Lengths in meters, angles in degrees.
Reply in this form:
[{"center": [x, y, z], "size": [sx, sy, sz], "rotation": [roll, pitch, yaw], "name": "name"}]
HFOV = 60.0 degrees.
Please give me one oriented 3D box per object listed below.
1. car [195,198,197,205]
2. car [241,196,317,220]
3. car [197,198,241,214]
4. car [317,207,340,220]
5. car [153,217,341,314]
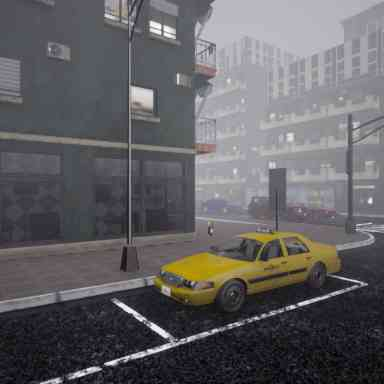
[{"center": [-0.024, 1.465, 48.674], "size": [1.802, 1.307, 4.206], "rotation": [0, 0, -36], "name": "car"}, {"center": [6.477, 1.264, 25.404], "size": [2.192, 1.841, 5.009], "rotation": [0, 0, -36], "name": "car"}, {"center": [3.050, 1.397, 34.550], "size": [1.882, 1.535, 5.008], "rotation": [0, 0, -36], "name": "car"}, {"center": [9.071, 1.552, 26.256], "size": [1.895, 1.301, 4.718], "rotation": [0, 0, -37], "name": "car"}, {"center": [1.475, 1.525, 7.612], "size": [4.829, 1.417, 1.752], "rotation": [0, 0, -35], "name": "car"}]
